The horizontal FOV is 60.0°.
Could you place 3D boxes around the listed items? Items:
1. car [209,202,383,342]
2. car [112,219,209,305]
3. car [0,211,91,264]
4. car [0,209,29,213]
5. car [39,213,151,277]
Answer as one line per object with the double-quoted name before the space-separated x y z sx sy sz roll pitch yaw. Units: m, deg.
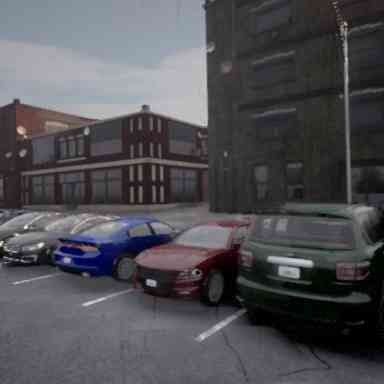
"car" 2.921 1.232 6.900 2.435 2.045 5.566 0 0 35
"car" 0.659 1.490 8.474 2.097 1.535 5.008 0 0 35
"car" -3.837 1.517 11.662 2.231 1.521 4.892 0 0 35
"car" -6.085 1.535 13.257 2.231 1.521 4.892 -1 0 35
"car" -1.595 1.501 10.060 2.097 1.535 5.008 0 0 35
